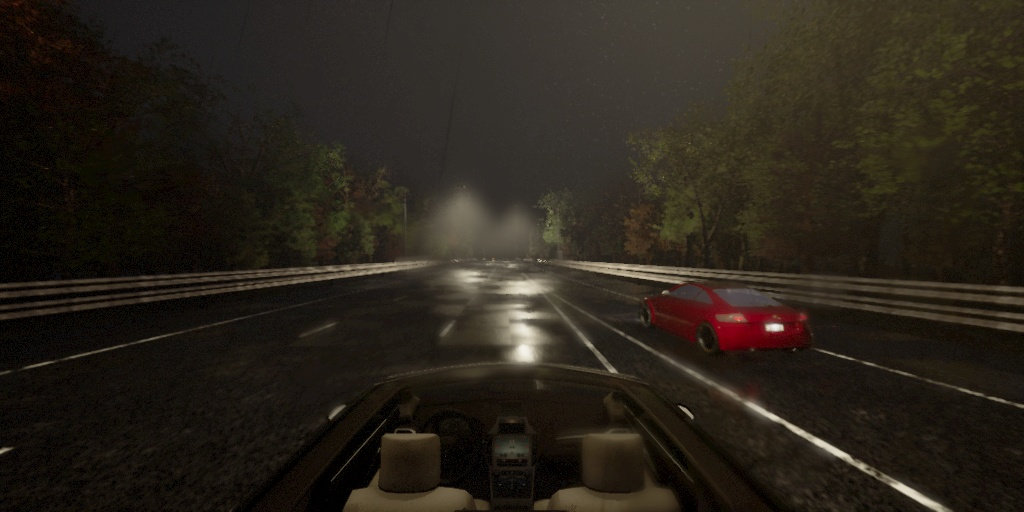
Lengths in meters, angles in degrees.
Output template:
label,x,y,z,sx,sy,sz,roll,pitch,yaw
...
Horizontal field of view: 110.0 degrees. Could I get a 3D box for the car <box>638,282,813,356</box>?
label,x,y,z,sx,sy,sz,roll,pitch,yaw
car,4.739,1.303,8.676,1.994,1.385,4.181,0,0,-5
